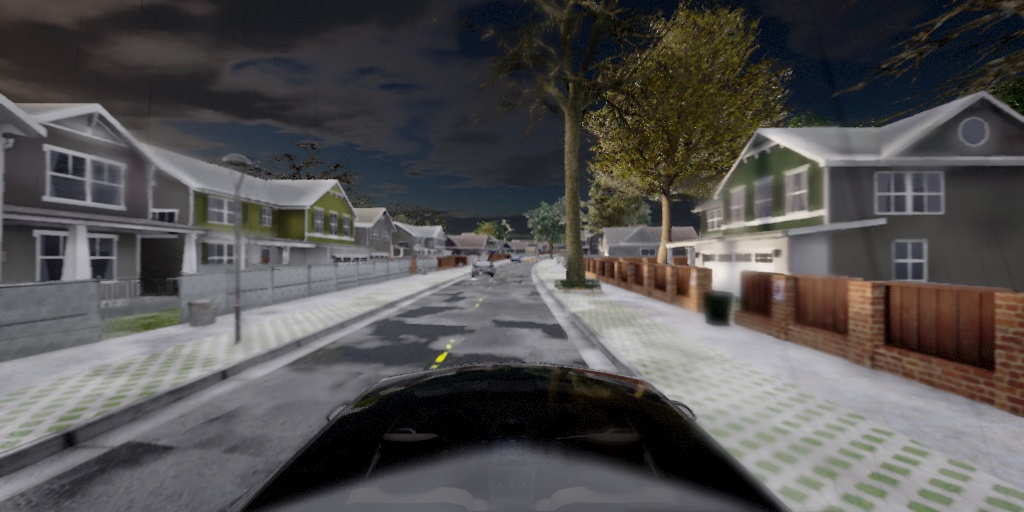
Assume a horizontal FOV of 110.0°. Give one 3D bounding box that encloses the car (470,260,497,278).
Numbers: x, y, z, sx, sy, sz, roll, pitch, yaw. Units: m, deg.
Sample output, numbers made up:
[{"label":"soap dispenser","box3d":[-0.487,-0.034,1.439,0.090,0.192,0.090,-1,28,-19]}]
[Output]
[{"label":"car","box3d":[-2.459,1.097,31.621,1.812,1.442,4.674,0,0,2]}]
